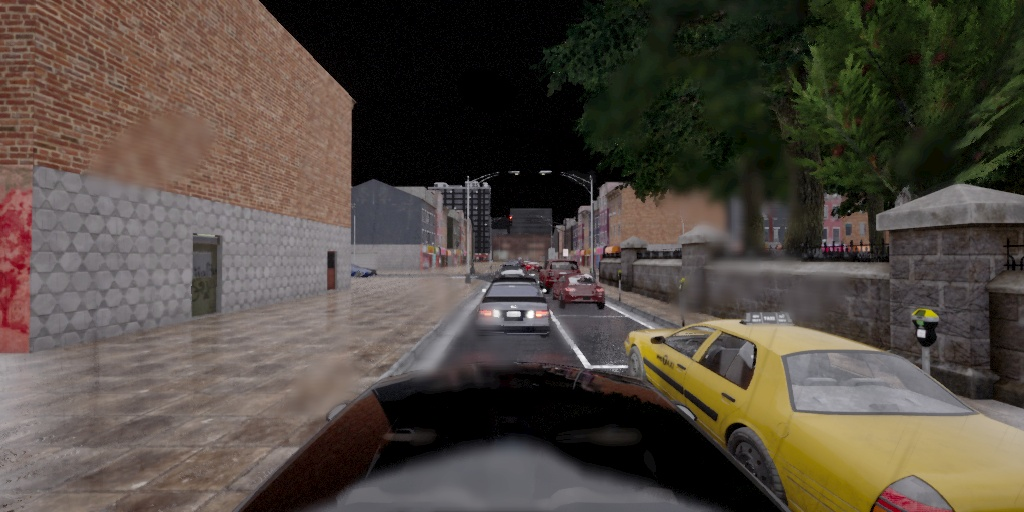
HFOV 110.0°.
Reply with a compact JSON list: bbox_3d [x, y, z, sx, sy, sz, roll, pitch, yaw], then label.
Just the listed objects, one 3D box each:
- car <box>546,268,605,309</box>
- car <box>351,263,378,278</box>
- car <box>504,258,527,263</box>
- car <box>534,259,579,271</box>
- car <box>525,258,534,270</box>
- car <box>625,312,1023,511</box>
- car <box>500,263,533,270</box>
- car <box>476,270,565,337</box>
[{"bbox_3d":[2.633,1.338,14.723,1.802,1.307,4.207,0,0,0],"label":"car"},{"bbox_3d":[-14.813,1.286,31.712,5.357,1.411,2.033,0,-1,-1],"label":"car"},{"bbox_3d":[-0.044,1.294,39.047,2.128,1.511,4.902,1,0,10],"label":"car"},{"bbox_3d":[2.629,1.077,20.172,2.192,1.841,5.009,0,0,0],"label":"car"},{"bbox_3d":[2.613,1.356,46.601,1.888,1.381,4.507,0,0,0],"label":"car"},{"bbox_3d":[2.639,1.276,3.995,1.751,1.417,4.829,0,0,0],"label":"car"},{"bbox_3d":[0.015,1.287,19.953,1.812,1.442,4.674,0,0,1],"label":"car"},{"bbox_3d":[0.063,1.300,10.241,2.033,1.411,5.357,0,0,0],"label":"car"}]
